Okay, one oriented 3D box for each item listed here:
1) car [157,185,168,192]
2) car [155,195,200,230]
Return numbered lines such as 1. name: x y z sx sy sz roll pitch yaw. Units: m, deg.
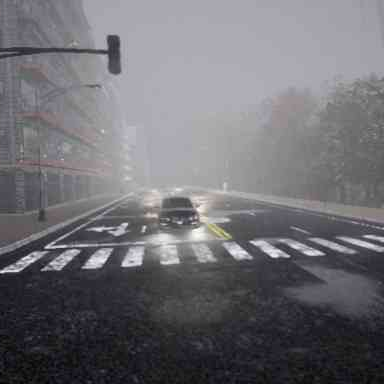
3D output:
1. car: -6.073 -0.728 68.253 1.812 1.442 4.674 -2 2 -6
2. car: -0.765 0.974 16.522 1.837 1.490 4.892 -2 2 -6
